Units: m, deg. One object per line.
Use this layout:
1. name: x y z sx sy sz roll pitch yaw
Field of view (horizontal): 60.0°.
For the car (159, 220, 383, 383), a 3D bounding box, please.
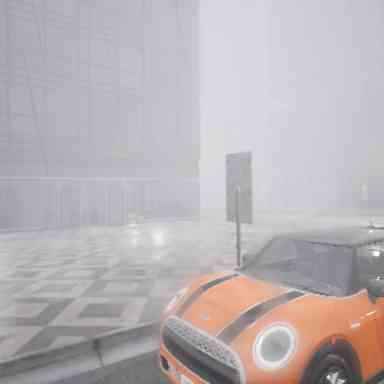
1. car: 1.804 1.344 4.651 4.553 1.767 2.097 0 0 -35
